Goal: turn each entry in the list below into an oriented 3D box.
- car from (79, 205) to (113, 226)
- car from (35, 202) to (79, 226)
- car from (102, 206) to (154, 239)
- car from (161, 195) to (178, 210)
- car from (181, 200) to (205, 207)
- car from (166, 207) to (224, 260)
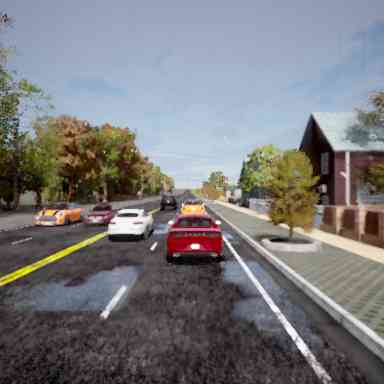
[{"bbox_3d":[-6.500,1.687,24.656,1.812,1.442,4.674,0,0,0],"label":"car"},{"bbox_3d":[-9.751,1.542,24.686,2.097,1.767,4.553,0,0,0],"label":"car"},{"bbox_3d":[-3.151,1.621,17.733,1.812,1.442,4.674,0,0,0],"label":"car"},{"bbox_3d":[-3.152,1.443,46.778,2.150,2.045,5.566,0,0,0],"label":"car"},{"bbox_3d":[0.099,1.505,30.850,2.097,1.767,4.553,0,0,0],"label":"car"},{"bbox_3d":[0.100,1.549,12.736,1.882,1.535,5.008,0,0,0],"label":"car"}]
